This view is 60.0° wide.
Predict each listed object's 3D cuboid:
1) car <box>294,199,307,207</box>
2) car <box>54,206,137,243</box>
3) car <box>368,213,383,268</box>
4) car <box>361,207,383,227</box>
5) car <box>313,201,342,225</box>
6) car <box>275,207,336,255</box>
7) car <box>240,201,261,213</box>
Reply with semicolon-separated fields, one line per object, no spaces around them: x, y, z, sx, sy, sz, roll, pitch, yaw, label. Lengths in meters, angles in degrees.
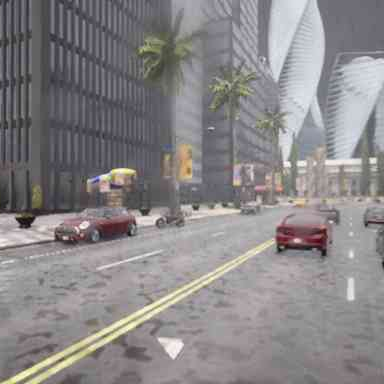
21.020;2.158;64.237;1.882;1.535;5.008;0;0;26;car
-4.855;1.550;17.344;2.185;1.767;4.553;0;-1;26;car
7.307;1.664;11.232;2.033;1.411;5.357;0;-1;26;car
13.774;1.805;24.766;2.033;1.411;5.357;0;-1;26;car
11.053;1.779;27.162;2.128;1.511;4.902;0;-1;26;car
4.916;1.630;14.304;1.882;1.535;5.008;0;0;26;car
7.822;1.953;43.841;2.231;1.521;4.892;0;-1;26;car
